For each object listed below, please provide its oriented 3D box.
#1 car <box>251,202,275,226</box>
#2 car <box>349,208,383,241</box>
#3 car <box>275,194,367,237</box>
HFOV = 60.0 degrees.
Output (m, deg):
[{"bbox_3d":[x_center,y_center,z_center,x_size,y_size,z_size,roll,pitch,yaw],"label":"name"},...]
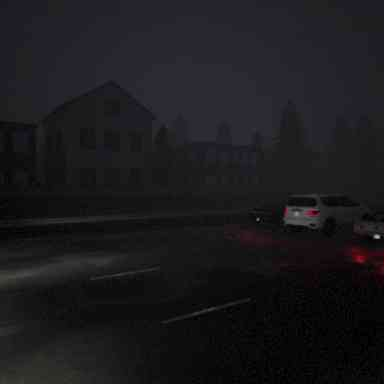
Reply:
[{"bbox_3d":[5.822,1.370,20.797,4.902,1.511,2.128,-1,0,-35],"label":"car"},{"bbox_3d":[9.220,1.485,14.622,4.718,1.301,1.895,-1,0,-35],"label":"car"},{"bbox_3d":[7.195,1.106,17.477,5.566,2.045,2.150,-1,0,-36],"label":"car"}]
